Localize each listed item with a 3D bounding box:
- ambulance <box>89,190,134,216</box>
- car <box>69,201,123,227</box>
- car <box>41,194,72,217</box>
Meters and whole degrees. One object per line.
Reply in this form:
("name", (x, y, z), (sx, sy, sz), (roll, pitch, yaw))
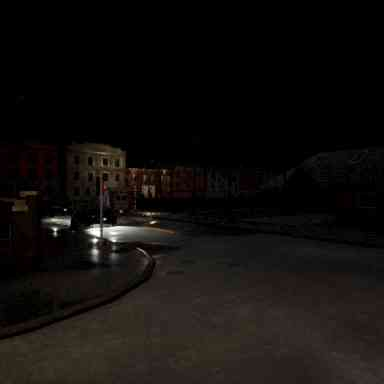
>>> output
("ambulance", (-7.932, 1.031, 31.817), (2.351, 2.431, 6.366), (0, 0, -35))
("car", (-6.737, 1.564, 22.972), (1.994, 1.385, 4.181), (0, 0, -35))
("car", (-12.788, 1.221, 31.657), (2.150, 2.045, 5.566), (0, 0, -35))
